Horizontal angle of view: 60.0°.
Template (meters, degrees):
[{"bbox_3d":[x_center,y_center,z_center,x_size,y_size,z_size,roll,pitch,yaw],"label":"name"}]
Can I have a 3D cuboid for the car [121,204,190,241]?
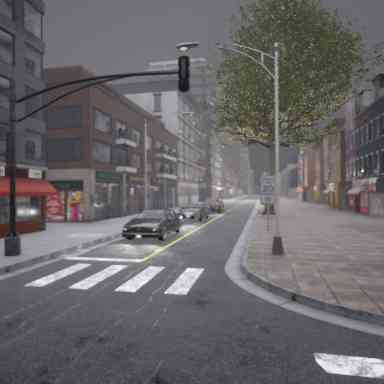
[{"bbox_3d":[-1.810,1.558,17.209,2.033,1.411,5.357,0,0,12],"label":"car"}]

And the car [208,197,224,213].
[{"bbox_3d":[2.306,1.345,36.497,2.097,1.767,4.553,0,0,12],"label":"car"}]

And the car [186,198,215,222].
[{"bbox_3d":[0.224,1.492,26.754,2.128,1.511,4.902,0,0,12],"label":"car"}]
